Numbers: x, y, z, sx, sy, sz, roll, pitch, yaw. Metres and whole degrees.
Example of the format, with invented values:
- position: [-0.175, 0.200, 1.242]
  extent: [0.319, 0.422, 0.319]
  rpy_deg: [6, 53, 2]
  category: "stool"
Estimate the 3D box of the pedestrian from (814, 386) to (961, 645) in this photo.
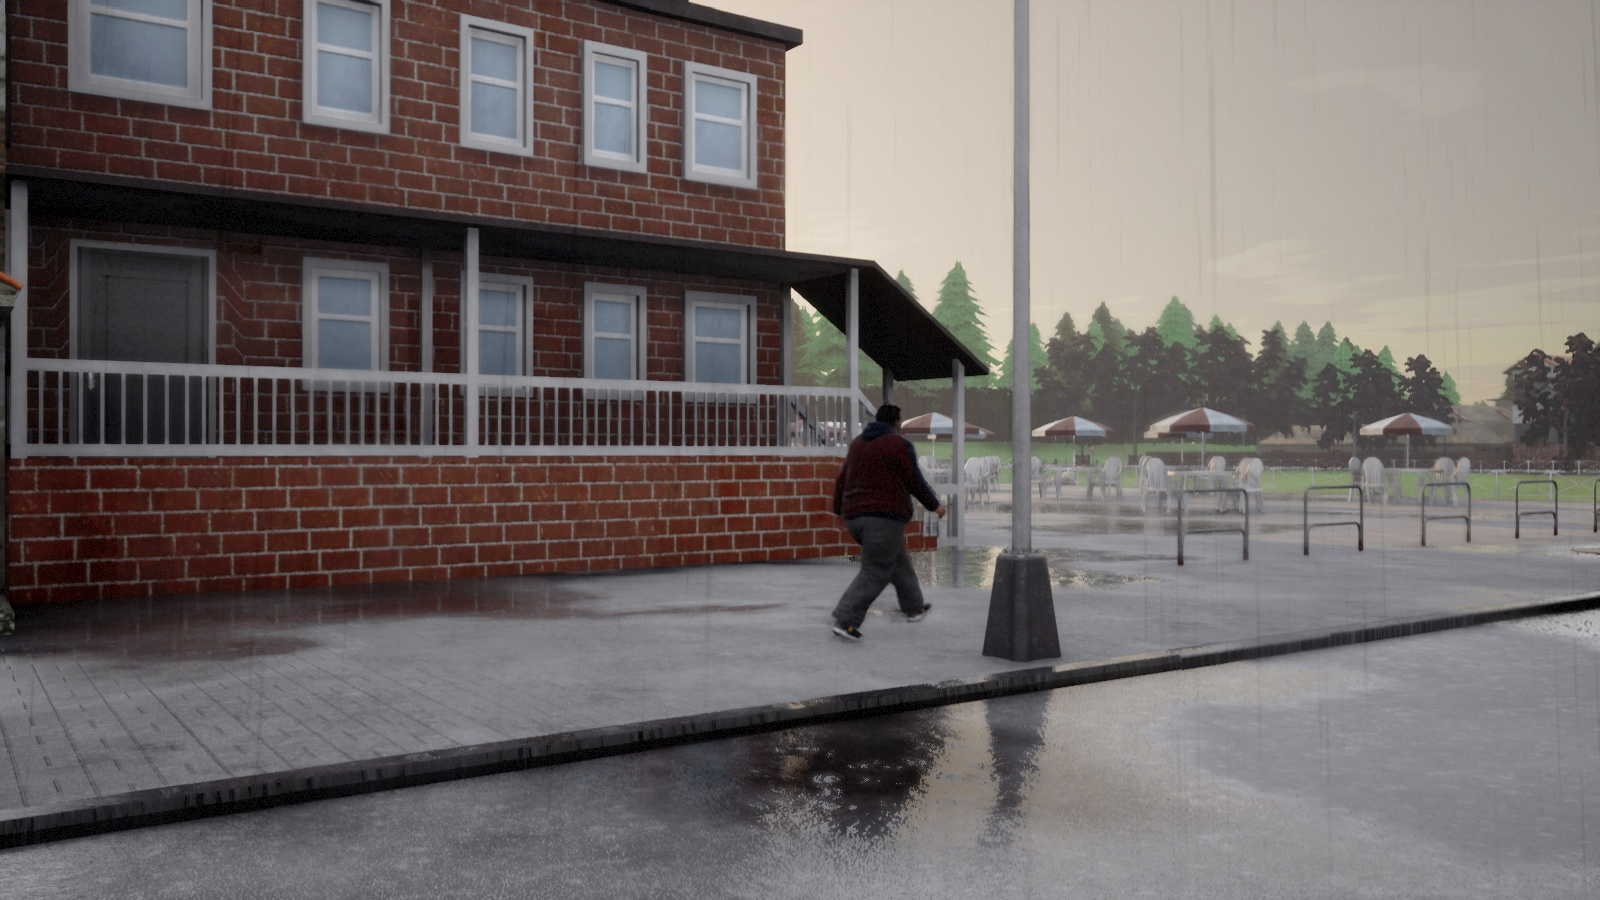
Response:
- position: [0.658, 0.469, 9.457]
  extent: [0.899, 1.844, 0.634]
  rpy_deg: [0, 0, -34]
  category: "pedestrian"
